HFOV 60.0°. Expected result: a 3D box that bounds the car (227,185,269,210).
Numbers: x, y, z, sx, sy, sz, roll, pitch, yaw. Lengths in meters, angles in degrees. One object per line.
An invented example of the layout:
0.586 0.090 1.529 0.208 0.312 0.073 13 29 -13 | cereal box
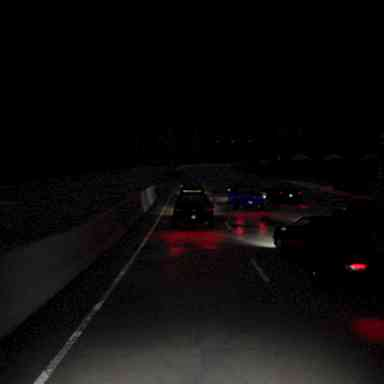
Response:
3.531 0.237 22.659 1.882 1.535 5.008 0 6 0 | car

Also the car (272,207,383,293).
3.603 1.328 8.625 2.033 1.411 5.357 0 3 -1 | car

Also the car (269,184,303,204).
7.018 0.032 25.706 1.994 1.385 4.181 0 5 -1 | car

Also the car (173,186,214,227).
0.059 0.749 16.978 1.882 1.535 5.008 0 4 0 | car

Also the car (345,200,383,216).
7.079 1.042 12.770 1.882 1.535 5.008 0 3 0 | car

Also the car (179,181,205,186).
0.003 -0.091 26.191 2.128 1.511 4.902 0 6 0 | car
